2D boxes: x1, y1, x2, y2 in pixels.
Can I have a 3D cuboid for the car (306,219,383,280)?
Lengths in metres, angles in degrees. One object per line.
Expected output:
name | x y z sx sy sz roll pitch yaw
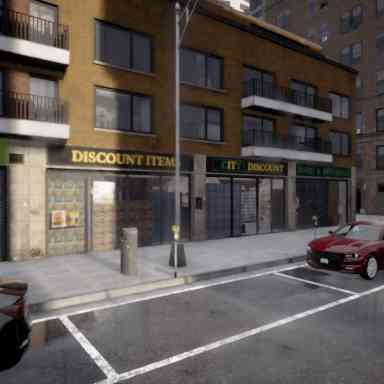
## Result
car | 5.271 1.544 9.951 4.507 1.381 1.887 0 0 -36

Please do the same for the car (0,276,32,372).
car | -3.981 1.566 3.351 4.313 1.339 1.947 0 0 -36
